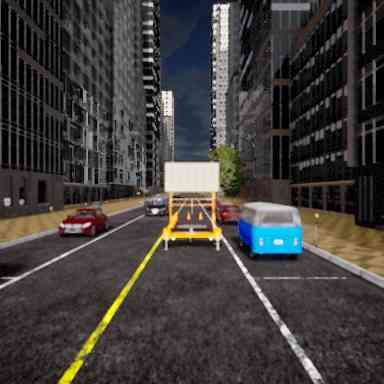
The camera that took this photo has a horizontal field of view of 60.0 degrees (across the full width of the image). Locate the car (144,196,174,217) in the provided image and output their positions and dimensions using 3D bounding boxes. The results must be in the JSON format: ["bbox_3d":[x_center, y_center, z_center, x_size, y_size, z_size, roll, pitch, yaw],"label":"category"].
[{"bbox_3d":[-3.091,1.442,30.309,2.128,1.511,4.902,0,0,0],"label":"car"}]

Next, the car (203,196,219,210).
[{"bbox_3d":[2.699,1.515,40.673,1.802,1.307,4.206,0,0,0],"label":"car"}]

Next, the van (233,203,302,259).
[{"bbox_3d":[2.693,1.321,12.211,1.690,1.788,3.998,0,0,0],"label":"van"}]

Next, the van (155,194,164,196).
[{"bbox_3d":[-5.677,1.235,57.755,1.690,1.788,3.998,0,0,0],"label":"van"}]

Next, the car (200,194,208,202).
[{"bbox_3d":[2.702,1.460,52.058,2.008,1.369,4.403,0,0,0],"label":"car"}]

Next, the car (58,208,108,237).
[{"bbox_3d":[-5.687,1.553,17.907,1.802,1.307,4.206,0,0,0],"label":"car"}]

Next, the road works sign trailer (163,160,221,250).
[{"bbox_3d":[0.003,0.441,14.229,2.380,3.560,2.880,0,0,0],"label":"road works sign trailer"}]

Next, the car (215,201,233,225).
[{"bbox_3d":[2.695,1.543,23.595,1.802,1.307,4.206,0,0,0],"label":"car"}]

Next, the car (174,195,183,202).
[{"bbox_3d":[-2.985,1.335,71.546,1.837,1.490,4.892,0,0,0],"label":"car"}]

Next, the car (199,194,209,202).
[{"bbox_3d":[2.707,1.280,74.827,1.967,1.590,4.097,0,0,0],"label":"car"}]

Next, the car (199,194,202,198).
[{"bbox_3d":[2.703,1.445,57.750,2.008,1.369,4.403,0,0,0],"label":"car"}]
